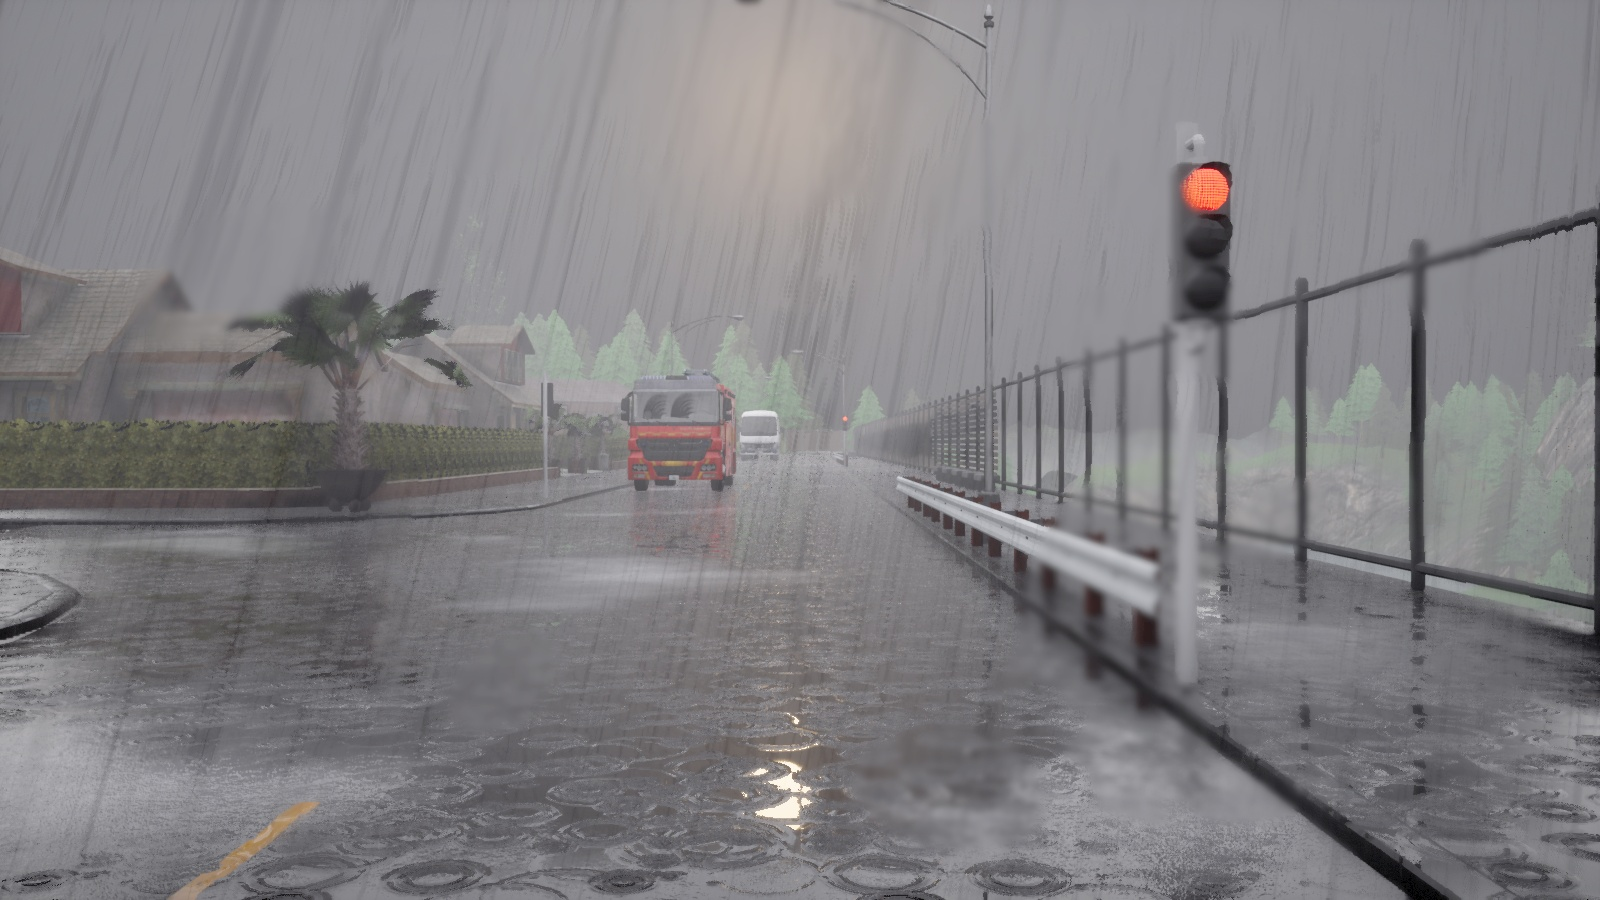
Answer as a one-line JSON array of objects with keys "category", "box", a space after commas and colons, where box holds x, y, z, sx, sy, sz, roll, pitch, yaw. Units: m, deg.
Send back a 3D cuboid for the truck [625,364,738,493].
[{"category": "truck", "box": [-3.747, -0.656, 41.568, 2.891, 3.827, 8.468, 0, 0, 0]}]
